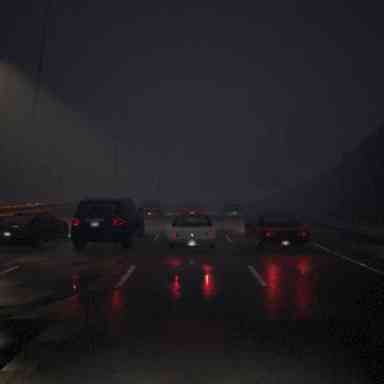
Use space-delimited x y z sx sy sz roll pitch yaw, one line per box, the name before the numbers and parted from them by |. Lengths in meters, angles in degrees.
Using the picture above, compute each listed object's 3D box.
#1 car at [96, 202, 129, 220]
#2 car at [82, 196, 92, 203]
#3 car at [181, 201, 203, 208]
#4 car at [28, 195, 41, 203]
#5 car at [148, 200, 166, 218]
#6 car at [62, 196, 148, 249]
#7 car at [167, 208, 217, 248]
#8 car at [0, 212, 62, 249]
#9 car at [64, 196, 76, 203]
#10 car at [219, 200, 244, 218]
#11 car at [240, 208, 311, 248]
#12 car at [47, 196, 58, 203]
car | -6.975 1.617 29.673 1.895 1.301 4.718 0 0 0
car | -22.775 1.526 72.350 1.994 1.385 4.181 0 0 -15
car | 0.025 1.533 29.635 1.812 1.442 4.674 0 0 0
car | -32.862 1.469 69.438 1.882 1.535 5.008 0 0 -15
car | -3.475 1.517 29.639 1.837 1.490 4.892 0 0 0
car | -3.494 1.258 14.669 2.150 2.045 5.566 0 0 0
car | 0.006 1.617 14.665 1.895 1.301 4.718 0 0 0
car | -6.994 1.573 14.643 1.994 1.385 4.181 0 0 0
car | -26.137 1.532 71.379 1.994 1.385 4.181 0 0 -15
car | 3.525 1.496 29.630 2.128 1.511 4.902 0 0 0
car | 3.506 1.617 14.660 1.895 1.301 4.718 0 0 0
car | -29.500 1.509 70.409 1.812 1.442 4.674 0 0 -15
